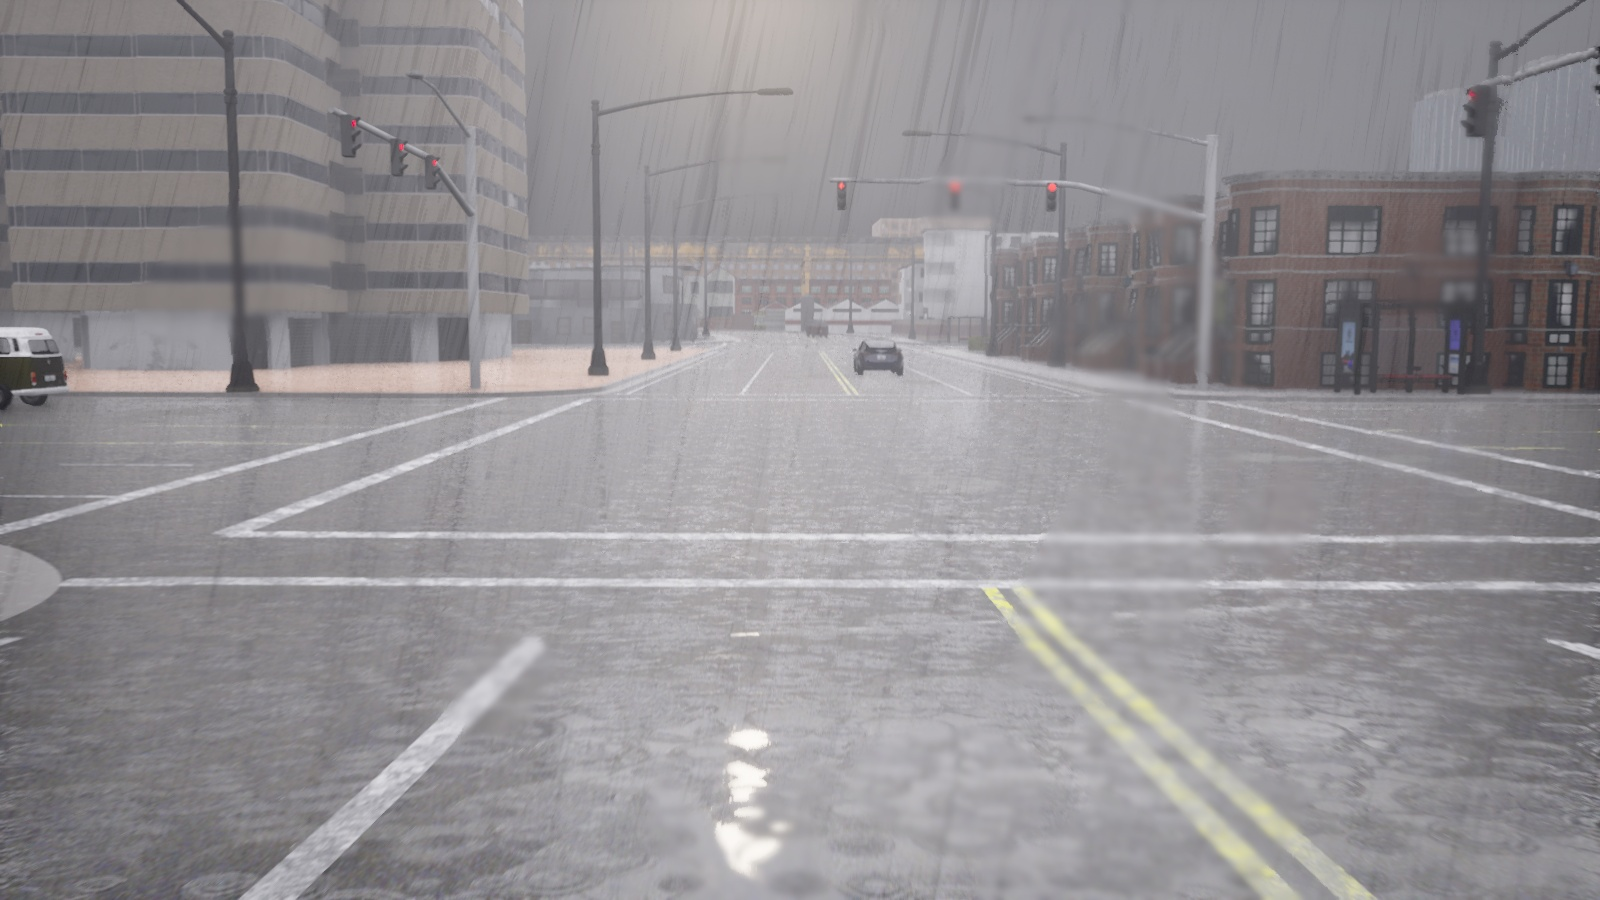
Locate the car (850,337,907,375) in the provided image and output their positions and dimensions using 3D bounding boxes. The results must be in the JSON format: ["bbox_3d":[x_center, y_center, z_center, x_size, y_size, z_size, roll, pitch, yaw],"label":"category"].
[{"bbox_3d":[3.345,-4.119,54.665,2.163,1.488,4.792,0,6,0],"label":"car"}]

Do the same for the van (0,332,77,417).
[{"bbox_3d":[-21.116,-1.927,31.649,4.480,2.038,2.069,0,6,0],"label":"van"}]
